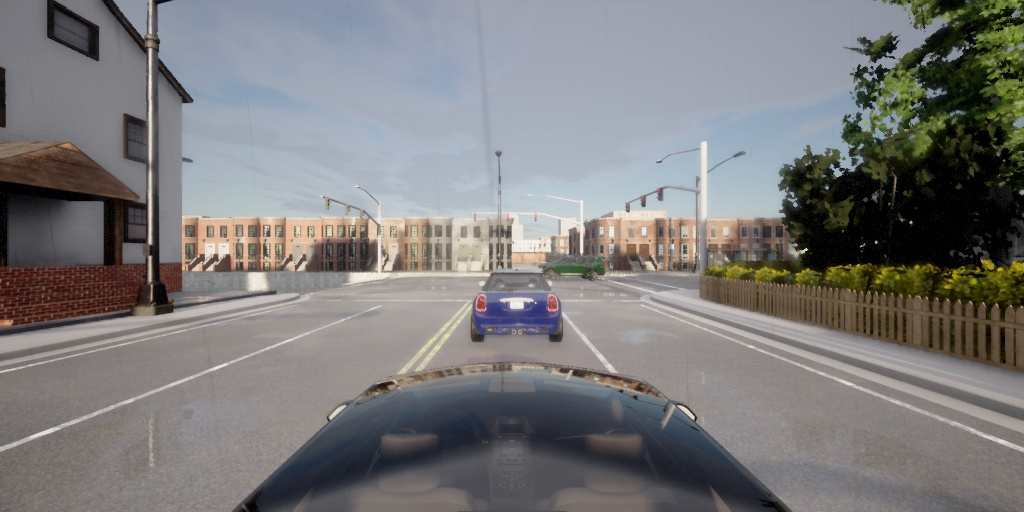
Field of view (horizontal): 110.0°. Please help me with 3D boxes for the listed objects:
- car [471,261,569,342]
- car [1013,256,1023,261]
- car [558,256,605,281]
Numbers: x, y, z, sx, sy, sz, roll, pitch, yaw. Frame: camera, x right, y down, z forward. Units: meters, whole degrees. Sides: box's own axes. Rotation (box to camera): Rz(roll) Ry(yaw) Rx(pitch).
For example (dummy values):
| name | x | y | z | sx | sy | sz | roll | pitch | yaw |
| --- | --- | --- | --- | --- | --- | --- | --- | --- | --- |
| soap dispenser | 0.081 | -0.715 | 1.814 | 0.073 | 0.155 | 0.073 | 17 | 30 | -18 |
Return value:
| name | x | y | z | sx | sy | sz | roll | pitch | yaw |
| --- | --- | --- | --- | --- | --- | --- | --- | --- | --- |
| car | 0.109 | 1.102 | 9.948 | 2.097 | 1.767 | 4.553 | 0 | 0 | 0 |
| car | 42.528 | 0.973 | 29.674 | 5.566 | 2.045 | 2.150 | 0 | 0 | 0 |
| car | 4.828 | 0.974 | 29.626 | 5.566 | 2.045 | 2.150 | 0 | 0 | 0 |
